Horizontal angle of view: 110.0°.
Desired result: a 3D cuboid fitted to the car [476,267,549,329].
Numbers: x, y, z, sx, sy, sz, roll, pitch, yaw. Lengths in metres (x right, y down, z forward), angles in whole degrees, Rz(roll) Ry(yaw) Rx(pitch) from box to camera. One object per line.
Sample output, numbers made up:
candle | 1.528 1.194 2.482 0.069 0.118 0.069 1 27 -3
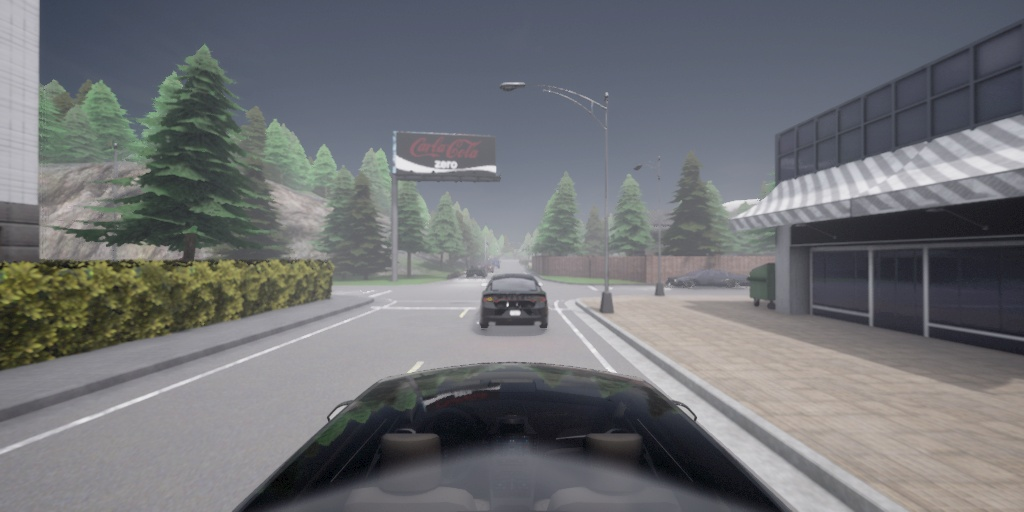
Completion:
car | 0.011 1.293 11.549 1.882 1.535 5.008 0 0 -2

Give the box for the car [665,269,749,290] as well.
car | 13.991 1.635 25.758 5.357 1.411 2.033 0 0 1

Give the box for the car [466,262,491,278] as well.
car | -3.560 1.587 36.934 1.895 1.301 4.718 0 0 0

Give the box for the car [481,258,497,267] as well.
car | -3.543 1.417 48.847 2.097 1.767 4.553 0 0 0
